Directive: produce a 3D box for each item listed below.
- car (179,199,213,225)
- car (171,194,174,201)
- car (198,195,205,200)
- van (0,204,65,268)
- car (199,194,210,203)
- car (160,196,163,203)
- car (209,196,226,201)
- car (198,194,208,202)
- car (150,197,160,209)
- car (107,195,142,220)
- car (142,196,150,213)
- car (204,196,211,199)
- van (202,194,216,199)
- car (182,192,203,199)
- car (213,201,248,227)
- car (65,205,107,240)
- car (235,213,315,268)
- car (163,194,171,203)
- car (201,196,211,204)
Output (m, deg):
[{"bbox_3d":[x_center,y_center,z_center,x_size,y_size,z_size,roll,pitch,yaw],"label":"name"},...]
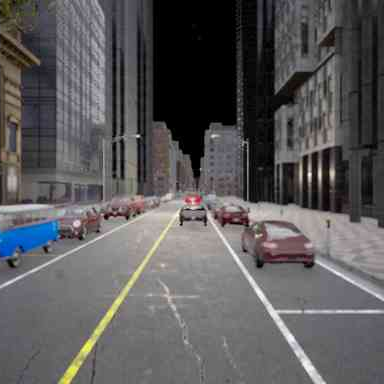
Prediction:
[{"bbox_3d":[0.092,1.467,23.659,2.128,1.511,4.902,0,0,0],"label":"car"},{"bbox_3d":[-5.888,1.531,78.422,1.752,1.417,4.829,0,0,0],"label":"car"},{"bbox_3d":[2.633,1.566,95.494,2.008,1.369,4.403,0,0,0],"label":"car"},{"bbox_3d":[-5.862,1.327,10.917,1.690,1.788,3.998,0,0,0],"label":"van"},{"bbox_3d":[2.640,1.315,72.935,2.192,1.841,5.009,0,0,0],"label":"car"},{"bbox_3d":[-5.877,1.408,50.393,1.967,1.590,4.097,0,0,0],"label":"car"},{"bbox_3d":[2.657,1.412,27.825,1.967,1.590,4.097,0,0,0],"label":"car"},{"bbox_3d":[2.638,1.322,78.575,2.192,1.841,5.009,0,0,0],"label":"car"},{"bbox_3d":[-5.875,1.405,44.754,1.967,1.590,4.097,0,0,0],"label":"car"},{"bbox_3d":[-5.868,1.286,27.836,2.192,1.841,5.009,0,0,0],"label":"car"},{"bbox_3d":[-5.870,1.282,33.475,2.192,1.841,5.009,0,0,0],"label":"car"},{"bbox_3d":[2.653,1.531,39.103,1.947,1.339,4.313,0,0,0],"label":"car"},{"bbox_3d":[2.650,1.306,44.742,1.690,1.788,3.998,0,0,0],"label":"van"},{"bbox_3d":[0.082,1.185,45.901,2.150,2.045,5.566,0,0,0],"label":"car"},{"bbox_3d":[2.659,1.521,22.186,1.887,1.381,4.507,0,0,0],"label":"car"},{"bbox_3d":[-5.864,1.421,16.556,1.967,1.590,4.097,0,0,0],"label":"car"},{"bbox_3d":[2.663,1.568,10.908,1.802,1.307,4.206,0,0,0],"label":"car"},{"bbox_3d":[-5.891,1.515,67.109,1.752,1.417,4.829,0,0,1],"label":"car"},{"bbox_3d":[2.644,1.508,61.866,1.752,1.417,4.829,0,0,1],"label":"car"}]
